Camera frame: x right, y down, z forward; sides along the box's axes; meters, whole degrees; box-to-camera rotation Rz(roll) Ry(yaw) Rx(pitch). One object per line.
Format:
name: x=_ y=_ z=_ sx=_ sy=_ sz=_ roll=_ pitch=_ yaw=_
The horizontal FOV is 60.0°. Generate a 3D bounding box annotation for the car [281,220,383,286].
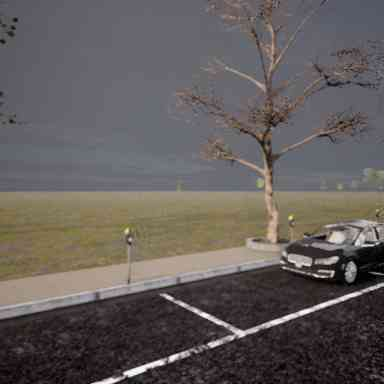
car: x=4.310 y=1.484 z=9.163 sx=4.403 sy=1.369 sz=2.008 roll=-1 pitch=1 yaw=-35

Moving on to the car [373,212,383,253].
car: x=8.913 y=1.440 z=12.446 sx=4.403 sy=1.369 sz=2.008 roll=-1 pitch=1 yaw=-35
